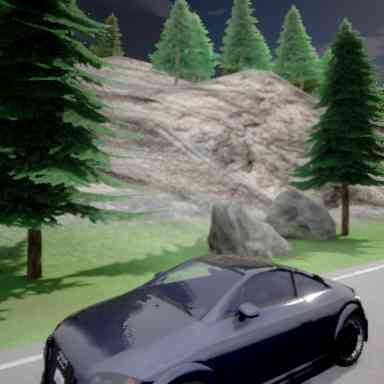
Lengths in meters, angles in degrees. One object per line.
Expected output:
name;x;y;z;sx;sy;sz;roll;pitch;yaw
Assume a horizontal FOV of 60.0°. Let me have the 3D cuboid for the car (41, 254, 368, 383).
car;0.391;1.572;4.255;4.181;1.385;1.994;0;0;-35
